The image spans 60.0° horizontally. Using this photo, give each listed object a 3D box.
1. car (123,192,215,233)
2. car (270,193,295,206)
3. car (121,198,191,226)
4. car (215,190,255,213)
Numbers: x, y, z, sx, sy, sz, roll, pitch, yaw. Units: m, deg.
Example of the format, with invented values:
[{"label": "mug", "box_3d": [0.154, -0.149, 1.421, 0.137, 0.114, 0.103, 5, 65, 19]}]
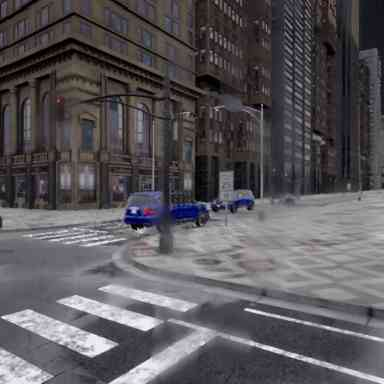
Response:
[{"label": "car", "box_3d": [-1.270, 1.008, 18.400, 2.150, 2.045, 5.566, 0, 1, 36]}, {"label": "car", "box_3d": [11.392, 0.915, 41.553, 2.128, 1.511, 4.902, 0, 1, 36]}, {"label": "car", "box_3d": [-2.297, 1.242, 22.446, 1.837, 1.490, 4.892, 0, 1, 37]}, {"label": "car", "box_3d": [3.910, 0.814, 31.144, 2.150, 2.045, 5.566, 0, 1, 36]}]
